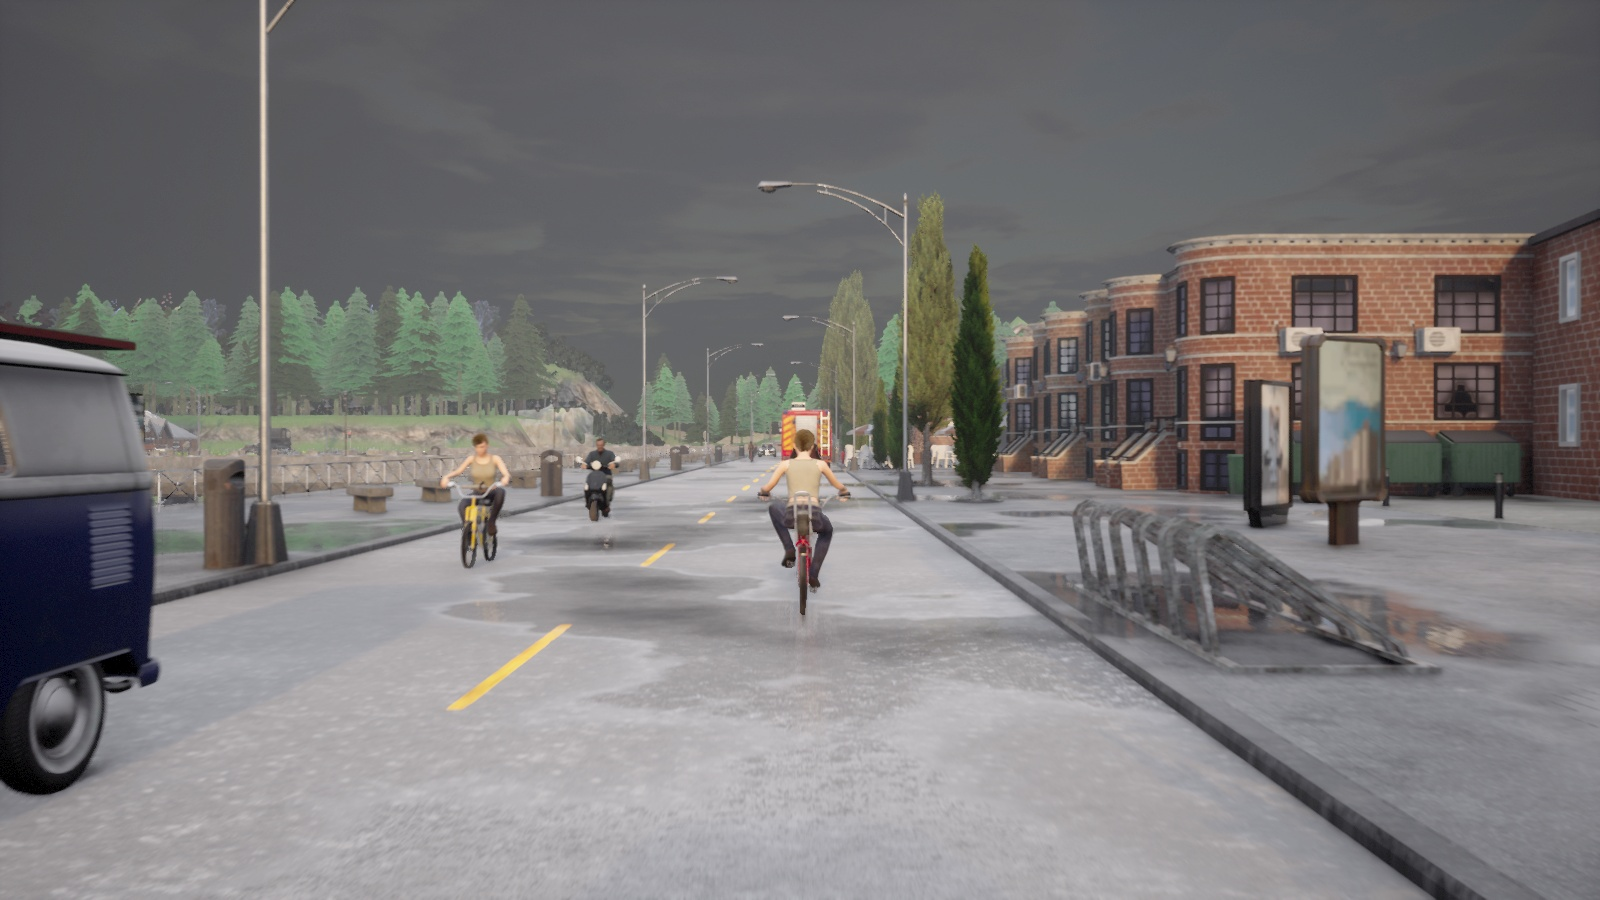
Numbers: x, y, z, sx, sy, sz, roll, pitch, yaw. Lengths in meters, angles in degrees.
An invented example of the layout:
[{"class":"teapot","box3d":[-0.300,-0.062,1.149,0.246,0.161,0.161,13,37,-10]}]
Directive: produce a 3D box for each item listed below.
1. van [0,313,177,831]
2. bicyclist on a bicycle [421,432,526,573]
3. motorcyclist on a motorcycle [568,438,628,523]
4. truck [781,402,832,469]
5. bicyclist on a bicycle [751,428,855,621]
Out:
[{"class":"van","box3d":[-3.963,0.474,3.943,1.775,1.987,4.442,0,0,0]},{"class":"bicyclist on a bicycle","box3d":[-3.905,0.595,15.141,0.866,1.612,1.509,0,0,1]},{"class":"motorcyclist on a motorcycle","box3d":[-3.872,0.560,24.196,0.866,1.590,1.817,0,0,0]},{"class":"truck","box3d":[0.351,-0.841,75.016,2.891,3.827,8.468,0,0,0]},{"class":"bicyclist on a bicycle","box3d":[0.037,0.619,11.263,0.866,1.612,1.509,0,0,1]}]
